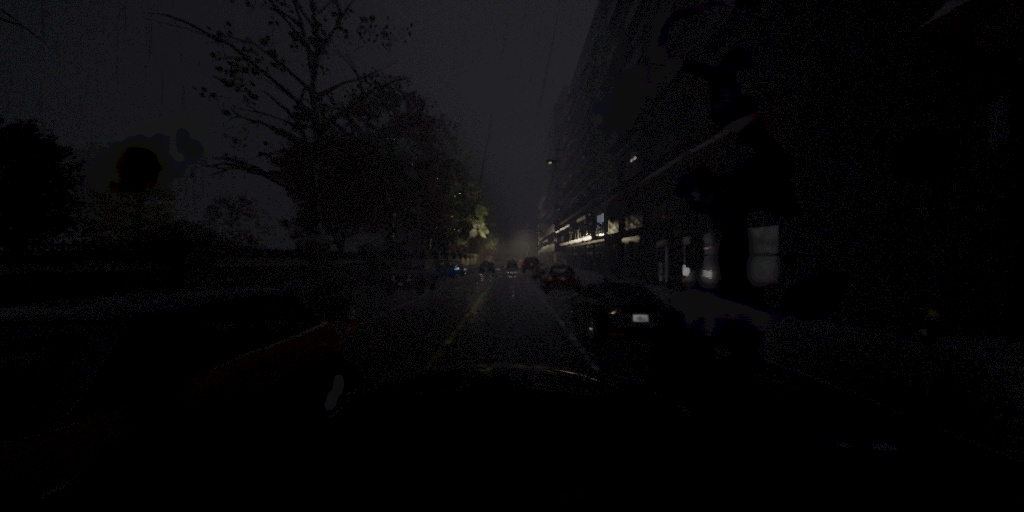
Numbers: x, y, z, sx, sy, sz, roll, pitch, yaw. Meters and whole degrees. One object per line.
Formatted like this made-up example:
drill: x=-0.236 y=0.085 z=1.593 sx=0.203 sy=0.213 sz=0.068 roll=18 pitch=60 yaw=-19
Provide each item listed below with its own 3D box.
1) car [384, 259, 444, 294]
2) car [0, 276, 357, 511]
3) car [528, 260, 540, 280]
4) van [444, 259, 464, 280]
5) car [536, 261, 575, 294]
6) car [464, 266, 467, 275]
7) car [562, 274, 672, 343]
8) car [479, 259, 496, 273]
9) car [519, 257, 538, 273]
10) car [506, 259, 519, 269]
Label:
car: x=-5.692 y=1.125 z=20.830 sx=2.192 sy=1.841 sz=5.009 roll=0 pitch=0 yaw=0
car: x=-3.099 y=1.105 z=2.606 sx=2.097 sy=1.767 sz=4.553 roll=0 pitch=0 yaw=0
car: x=2.687 y=1.378 z=32.261 sx=1.751 sy=1.417 sz=4.829 roll=0 pitch=0 yaw=0
van: x=-5.694 y=1.192 z=32.089 sx=1.690 sy=1.789 sz=3.998 roll=0 pitch=0 yaw=0
car: x=2.688 y=1.251 z=20.831 sx=1.967 sy=1.591 sz=4.097 roll=0 pitch=0 yaw=0
car: x=-5.695 y=1.456 z=37.720 sx=1.802 sy=1.307 sz=4.207 roll=0 pitch=0 yaw=0
car: x=2.690 y=1.340 z=9.572 sx=1.948 sy=1.339 sz=4.313 roll=0 pitch=0 yaw=0
car: x=-3.089 y=1.395 z=45.441 sx=2.128 sy=1.511 sz=4.902 roll=0 pitch=0 yaw=0
car: x=2.387 y=1.135 z=45.777 sx=2.150 sy=2.045 sz=5.566 roll=0 pitch=0 yaw=0
car: x=-0.010 y=1.463 z=64.252 sx=1.882 sy=1.535 sz=5.008 roll=0 pitch=0 yaw=0
